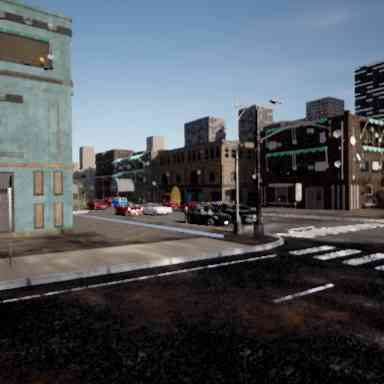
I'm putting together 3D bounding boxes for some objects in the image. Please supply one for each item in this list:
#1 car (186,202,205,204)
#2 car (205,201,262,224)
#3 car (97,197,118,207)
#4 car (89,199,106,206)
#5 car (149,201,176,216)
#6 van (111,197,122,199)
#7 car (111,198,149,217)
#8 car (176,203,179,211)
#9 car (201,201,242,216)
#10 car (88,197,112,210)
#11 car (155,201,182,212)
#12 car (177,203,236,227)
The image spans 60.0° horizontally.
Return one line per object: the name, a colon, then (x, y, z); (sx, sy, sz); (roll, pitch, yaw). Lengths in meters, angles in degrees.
car: (1.579, 1.720, 34.421); (2.128, 1.511, 4.902); (-1, 0, -35)
car: (3.394, 1.686, 26.433); (1.837, 1.490, 4.892); (-1, 0, -34)
car: (-16.141, 1.888, 63.662); (2.192, 1.841, 5.009); (-2, 0, -36)
car: (-19.353, 2.176, 68.166); (1.887, 1.381, 4.507); (-2, 0, -36)
car: (-4.123, 1.930, 36.911); (1.895, 1.301, 4.718); (-1, 0, -36)
van: (-12.922, 1.855, 59.159); (1.690, 1.788, 3.998); (-2, 0, -36)
car: (-6.865, 1.813, 36.271); (1.967, 1.590, 4.097); (-2, 0, -36)
car: (-0.044, 1.852, 41.146); (1.802, 1.307, 4.206); (-2, 0, -36)
car: (3.173, 1.758, 36.642); (2.008, 1.369, 4.403); (-2, 0, -36)
car: (-14.610, 2.007, 51.709); (1.882, 1.535, 5.008); (-1, 0, -35)
car: (-3.261, 1.915, 45.649); (1.802, 1.307, 4.206); (-2, 0, -36)
car: (1.107, 1.781, 24.910); (1.947, 1.339, 4.313); (-2, 0, -36)
